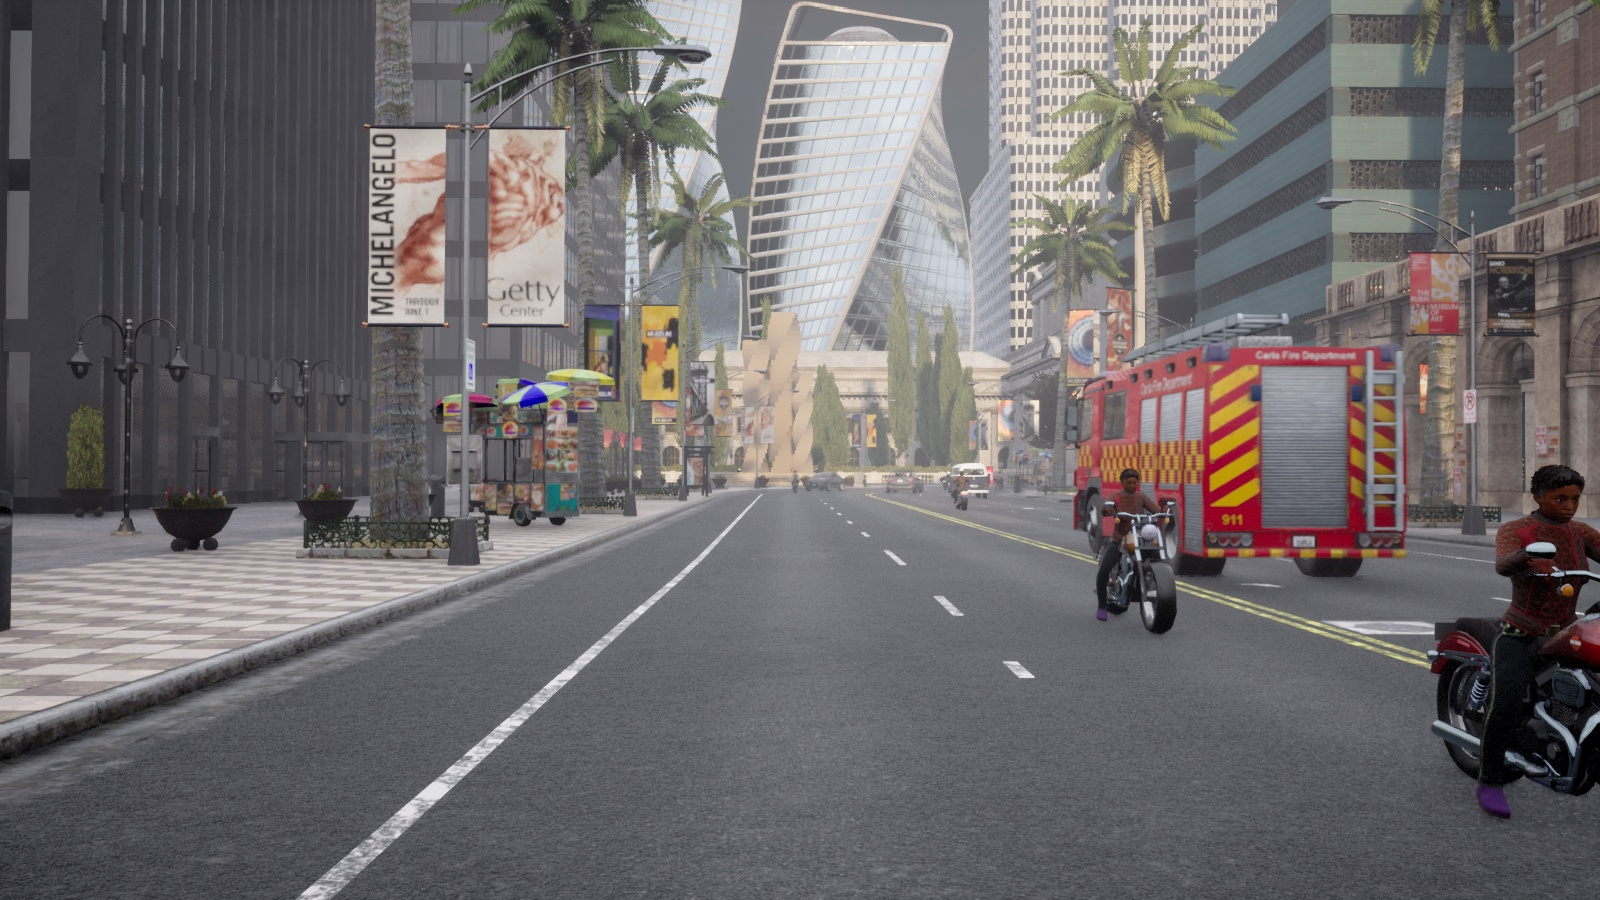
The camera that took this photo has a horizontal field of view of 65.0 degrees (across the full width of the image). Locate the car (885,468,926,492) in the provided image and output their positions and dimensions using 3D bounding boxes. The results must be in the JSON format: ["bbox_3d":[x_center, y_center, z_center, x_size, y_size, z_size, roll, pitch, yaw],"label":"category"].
[{"bbox_3d":[7.721,2.163,91.636,2.242,1.667,4.611,-1,-1,14],"label":"car"}]

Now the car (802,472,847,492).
[{"bbox_3d":[1.897,2.427,96.398,1.837,1.490,4.892,-1,-1,21],"label":"car"}]

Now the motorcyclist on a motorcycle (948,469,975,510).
[{"bbox_3d":[6.622,1.604,51.675,0.766,1.649,2.350,0,-1,-1],"label":"motorcyclist on a motorcycle"}]

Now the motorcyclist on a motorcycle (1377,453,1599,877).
[{"bbox_3d":[3.492,0.844,5.565,0.766,1.649,2.350,0,-1,0],"label":"motorcyclist on a motorcycle"}]

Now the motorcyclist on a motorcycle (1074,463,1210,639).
[{"bbox_3d":[3.486,0.969,13.029,0.766,1.649,2.350,0,-1,0],"label":"motorcyclist on a motorcycle"}]

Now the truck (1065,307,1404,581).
[{"bbox_3d":[6.977,-0.013,21.815,2.891,3.827,8.468,0,-1,0],"label":"truck"}]

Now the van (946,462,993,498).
[{"bbox_3d":[9.849,1.729,73.444,2.069,2.038,4.480,0,-1,-1],"label":"van"}]
